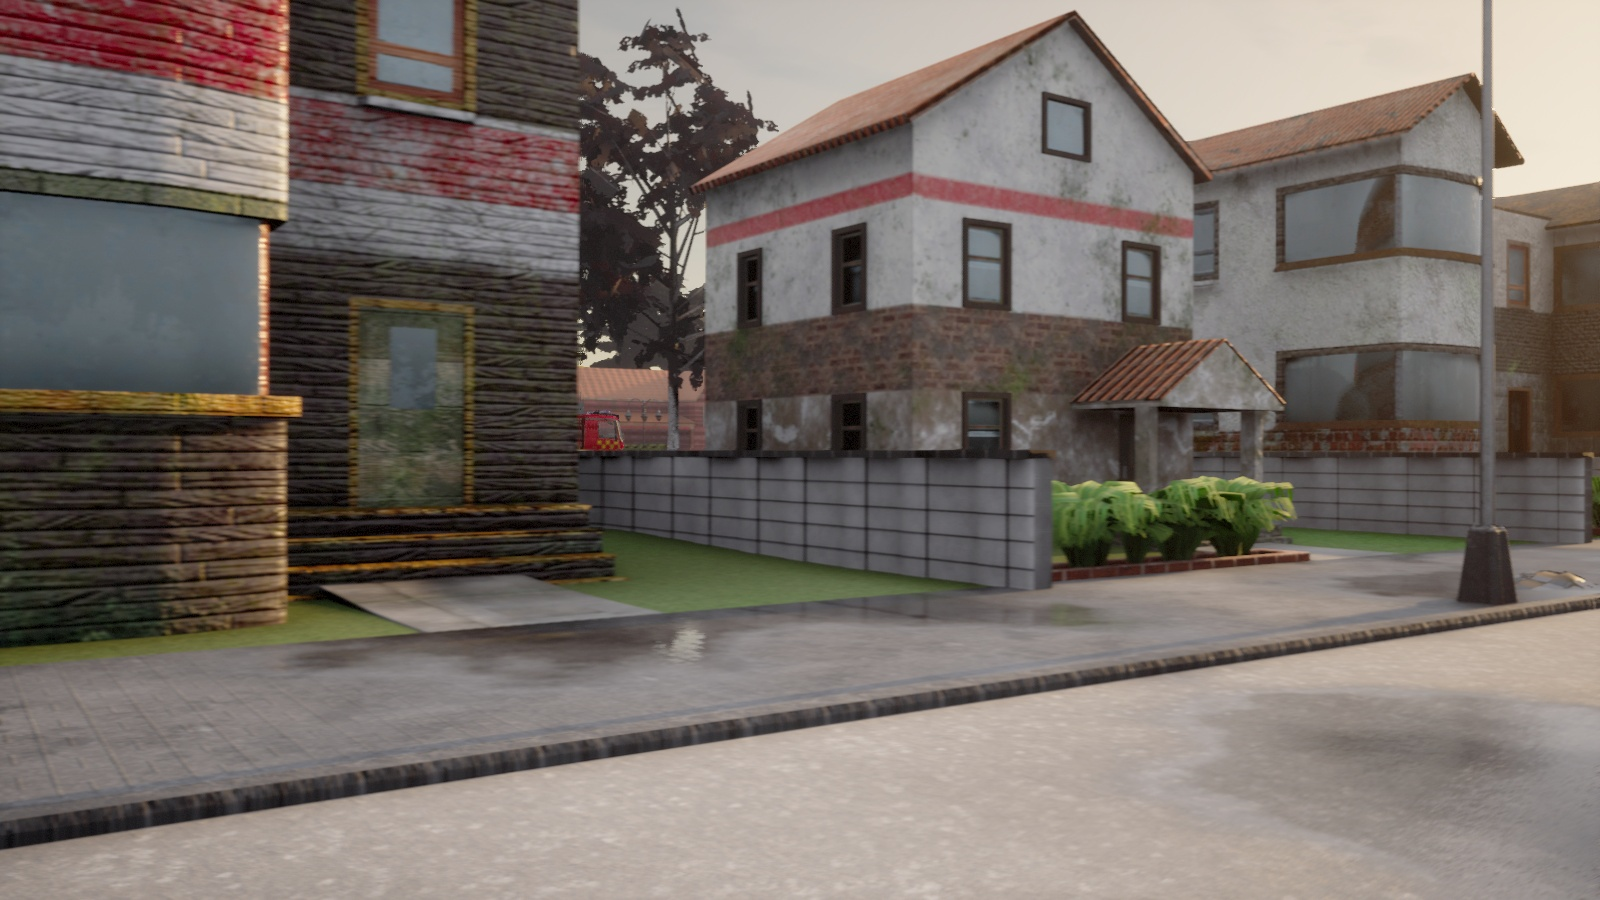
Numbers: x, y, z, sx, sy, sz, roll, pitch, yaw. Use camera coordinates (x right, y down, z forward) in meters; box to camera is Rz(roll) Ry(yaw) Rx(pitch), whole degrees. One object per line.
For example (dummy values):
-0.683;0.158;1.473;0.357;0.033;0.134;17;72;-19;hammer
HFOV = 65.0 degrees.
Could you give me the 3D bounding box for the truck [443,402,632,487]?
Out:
-12.587;-0.244;60.723;8.468;3.827;2.891;0;0;-35;truck
